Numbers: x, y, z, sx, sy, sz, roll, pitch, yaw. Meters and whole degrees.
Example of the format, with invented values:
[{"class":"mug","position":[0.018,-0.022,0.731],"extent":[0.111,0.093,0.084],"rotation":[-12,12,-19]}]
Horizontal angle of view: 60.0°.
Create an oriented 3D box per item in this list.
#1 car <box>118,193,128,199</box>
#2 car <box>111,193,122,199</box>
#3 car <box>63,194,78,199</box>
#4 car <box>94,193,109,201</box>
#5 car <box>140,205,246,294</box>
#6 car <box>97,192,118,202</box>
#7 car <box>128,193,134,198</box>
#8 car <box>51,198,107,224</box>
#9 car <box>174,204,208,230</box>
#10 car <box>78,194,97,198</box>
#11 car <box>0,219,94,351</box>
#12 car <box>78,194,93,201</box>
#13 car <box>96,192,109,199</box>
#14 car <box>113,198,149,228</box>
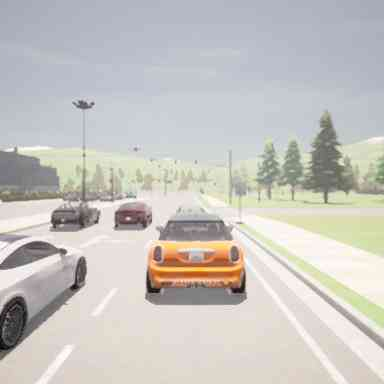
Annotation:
[{"class":"car","position":[-16.316,1.106,73.376],"extent":[2.128,1.511,4.902],"rotation":[0,0,0]},{"class":"car","position":[-19.822,1.020,87.429],"extent":[1.812,1.442,4.674],"rotation":[0,0,0]},{"class":"car","position":[-23.312,1.159,64.203],"extent":[1.812,1.442,4.674],"rotation":[0,0,0]},{"class":"car","position":[-19.816,1.062,72.889],"extent":[1.882,1.535,5.008],"rotation":[0,0,0]},{"class":"car","position":[0.072,1.302,8.814],"extent":[2.097,1.767,4.553],"rotation":[0,0,0]},{"class":"car","position":[-16.312,1.234,64.237],"extent":[1.895,1.301,4.718],"rotation":[0,0,0]},{"class":"car","position":[-16.321,1.049,87.102],"extent":[1.994,1.385,4.181],"rotation":[0,0,0]},{"class":"car","position":[-7.136,1.372,20.763],"extent":[2.128,1.511,4.902],"rotation":[0,0,-1]},{"class":"car","position":[-0.091,1.479,21.184],"extent":[1.895,1.301,4.718],"rotation":[0,0,-1]},{"class":"car","position":[-19.812,1.198,63.961],"extent":[1.994,1.385,4.181],"rotation":[0,0,0]},{"class":"car","position":[-3.418,1.490,5.997],"extent":[1.812,1.442,4.674],"rotation":[0,0,0]},{"class":"car","position":[-23.316,1.136,72.899],"extent":[1.994,1.385,4.181],"rotation":[0,0,0]},{"class":"car","position":[-23.321,0.858,86.815],"extent":[2.097,1.767,4.553],"rotation":[0,0,0]},{"class":"car","position":[-3.642,1.356,21.270],"extent":[1.882,1.535,5.008],"rotation":[0,0,-1]}]
